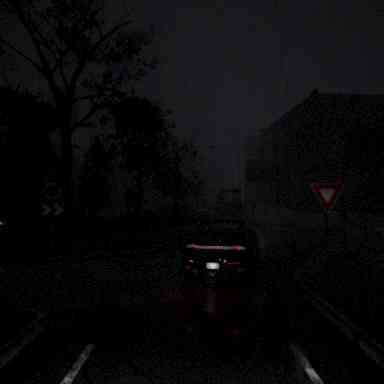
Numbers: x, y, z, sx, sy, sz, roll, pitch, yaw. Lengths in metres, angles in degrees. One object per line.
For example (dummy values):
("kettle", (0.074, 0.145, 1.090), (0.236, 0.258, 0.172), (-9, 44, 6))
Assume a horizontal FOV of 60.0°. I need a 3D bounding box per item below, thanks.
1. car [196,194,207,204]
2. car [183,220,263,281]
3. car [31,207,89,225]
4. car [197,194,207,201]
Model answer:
("car", (1.742, 1.649, 67.192), (2.033, 1.411, 5.357), (0, 0, 3))
("car", (1.097, 1.606, 10.336), (2.128, 1.511, 4.902), (0, -1, 14))
("car", (-11.303, 1.999, 28.344), (4.902, 1.511, 2.128), (0, -2, -17))
("car", (2.309, 1.259, 77.489), (2.097, 1.767, 4.553), (0, 0, 5))
